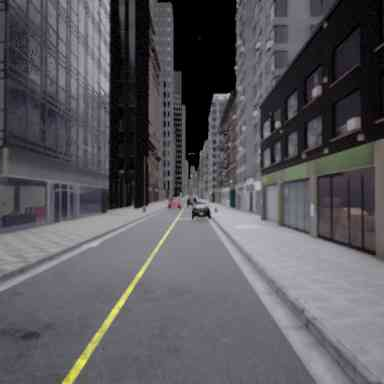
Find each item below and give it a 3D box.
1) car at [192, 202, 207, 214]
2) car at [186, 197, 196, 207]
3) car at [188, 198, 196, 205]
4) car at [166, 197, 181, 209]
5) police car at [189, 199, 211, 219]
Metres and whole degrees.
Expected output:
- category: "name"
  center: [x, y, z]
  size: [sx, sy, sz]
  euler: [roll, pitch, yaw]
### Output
- category: "car"
  center: [0.902, 2.057, 43.645]
  size: [1.837, 1.490, 4.892]
  euler: [0, -1, 0]
- category: "car"
  center: [0.005, 2.016, 69.206]
  size: [2.150, 2.045, 5.566]
  euler: [0, -1, 0]
- category: "car"
  center: [0.006, 2.310, 84.143]
  size: [2.097, 1.767, 4.553]
  euler: [0, -1, 0]
- category: "car"
  center: [-3.038, 1.953, 58.546]
  size: [2.150, 2.045, 5.566]
  euler: [0, -1, 1]
- category: "police car"
  center: [0.902, 1.854, 33.757]
  size: [1.930, 1.638, 5.238]
  euler: [0, -1, 0]
